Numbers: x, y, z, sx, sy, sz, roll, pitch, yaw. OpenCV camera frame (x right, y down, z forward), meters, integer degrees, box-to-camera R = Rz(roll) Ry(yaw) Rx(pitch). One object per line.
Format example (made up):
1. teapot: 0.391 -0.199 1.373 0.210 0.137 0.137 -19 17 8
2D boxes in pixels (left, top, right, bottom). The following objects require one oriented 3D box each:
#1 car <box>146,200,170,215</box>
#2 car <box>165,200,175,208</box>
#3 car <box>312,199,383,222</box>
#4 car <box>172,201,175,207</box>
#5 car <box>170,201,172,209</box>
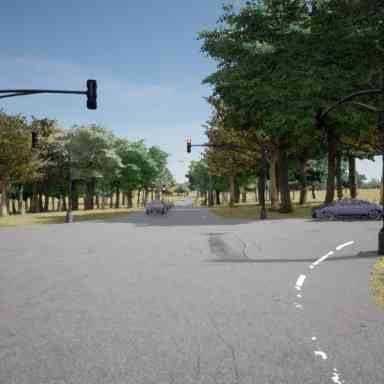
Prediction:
1. car: -4.172 1.739 39.448 2.097 1.767 4.553 0 -1 0
2. car: -4.805 2.618 73.003 2.128 1.511 4.902 0 -2 -1
3. car: 9.924 1.126 21.328 4.181 1.385 1.994 -2 0 13
4. car: -4.585 2.308 59.886 2.033 1.411 5.357 0 -1 -1
5. car: -4.360 2.164 49.584 1.895 1.301 4.718 0 -1 -1
